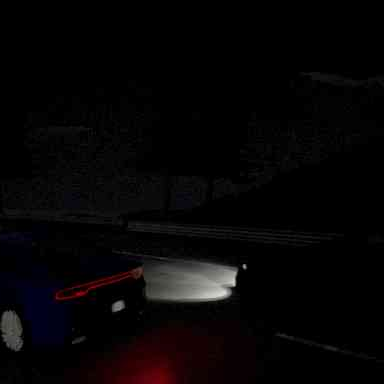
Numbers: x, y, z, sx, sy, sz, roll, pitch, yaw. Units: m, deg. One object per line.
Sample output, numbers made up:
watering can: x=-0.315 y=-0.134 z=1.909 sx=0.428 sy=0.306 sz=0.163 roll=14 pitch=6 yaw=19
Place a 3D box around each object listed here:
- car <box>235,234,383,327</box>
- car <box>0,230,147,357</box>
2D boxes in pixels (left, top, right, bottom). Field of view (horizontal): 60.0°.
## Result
car: x=2.910 y=1.497 z=6.157 sx=4.181 sy=1.385 sz=1.994 roll=0 pitch=0 yaw=35
car: x=-3.102 y=1.451 z=6.059 sx=5.008 sy=1.535 sz=1.882 roll=0 pitch=0 yaw=34
